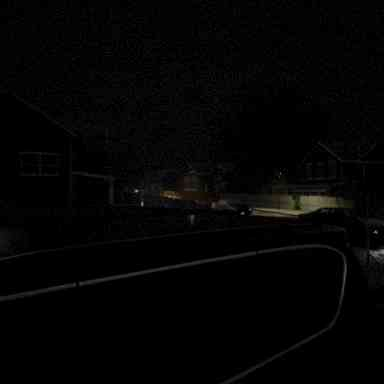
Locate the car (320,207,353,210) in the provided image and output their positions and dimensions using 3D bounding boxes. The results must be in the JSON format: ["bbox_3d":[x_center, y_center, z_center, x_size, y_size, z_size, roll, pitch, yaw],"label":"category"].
[{"bbox_3d":[7.028,1.436,15.442,2.033,1.411,5.357,0,1,-17],"label":"car"}]

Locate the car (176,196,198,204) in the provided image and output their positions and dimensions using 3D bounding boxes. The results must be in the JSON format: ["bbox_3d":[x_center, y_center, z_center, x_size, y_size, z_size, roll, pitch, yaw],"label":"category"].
[{"bbox_3d":[-0.890,1.186,42.142,1.895,1.301,4.718,0,1,-20],"label":"car"}]

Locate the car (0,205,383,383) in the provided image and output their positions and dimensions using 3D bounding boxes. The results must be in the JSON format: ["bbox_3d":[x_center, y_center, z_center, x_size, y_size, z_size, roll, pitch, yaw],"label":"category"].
[{"bbox_3d":[-1.011,1.221,1.764,5.566,2.045,2.150,0,0,-37],"label":"car"}]

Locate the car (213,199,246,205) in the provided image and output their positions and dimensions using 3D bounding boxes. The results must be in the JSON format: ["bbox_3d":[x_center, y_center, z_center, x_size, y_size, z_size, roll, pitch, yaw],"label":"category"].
[{"bbox_3d":[3.315,1.291,28.777,2.033,1.411,5.357,0,1,-16],"label":"car"}]
